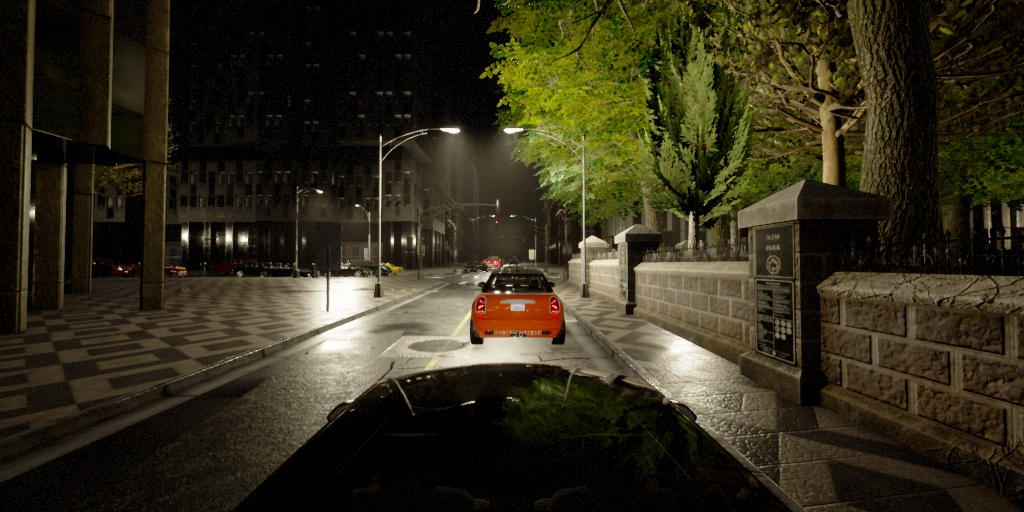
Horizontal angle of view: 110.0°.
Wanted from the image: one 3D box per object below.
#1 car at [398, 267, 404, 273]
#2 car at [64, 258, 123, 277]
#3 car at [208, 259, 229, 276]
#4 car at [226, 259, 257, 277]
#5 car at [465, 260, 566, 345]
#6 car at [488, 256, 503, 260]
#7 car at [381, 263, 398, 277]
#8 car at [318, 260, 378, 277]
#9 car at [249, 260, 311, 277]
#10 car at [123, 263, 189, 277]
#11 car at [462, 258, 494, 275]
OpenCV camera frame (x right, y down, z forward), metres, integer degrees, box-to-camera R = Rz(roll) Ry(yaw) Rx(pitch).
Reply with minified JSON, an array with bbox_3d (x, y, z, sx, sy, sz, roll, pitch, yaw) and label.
[{"bbox_3d":[-14.614,1.428,39.983,4.829,1.417,1.751,0,0,1],"label":"car"},{"bbox_3d":[-36.568,1.063,31.672,5.009,1.841,2.192,0,0,1],"label":"car"},{"bbox_3d":[-30.980,1.239,40.142,5.009,1.841,2.192,0,0,1],"label":"car"},{"bbox_3d":[-23.894,1.293,34.228,4.892,1.490,1.837,0,-1,0],"label":"car"},{"bbox_3d":[0.127,1.107,9.687,2.097,1.767,4.553,0,0,0],"label":"car"},{"bbox_3d":[-2.872,1.072,55.238,2.150,2.045,5.566,0,0,0],"label":"car"},{"bbox_3d":[-13.749,1.127,34.131,4.553,1.767,2.097,0,-1,0],"label":"car"},{"bbox_3d":[-14.517,1.269,31.458,4.403,1.370,2.007,0,0,1],"label":"car"},{"bbox_3d":[-20.030,1.291,31.512,4.313,1.339,1.948,0,0,1],"label":"car"},{"bbox_3d":[-31.055,1.322,31.619,4.207,1.307,1.802,0,0,1],"label":"car"},{"bbox_3d":[-4.091,1.328,41.603,1.837,1.490,4.892,0,0,16],"label":"car"}]
